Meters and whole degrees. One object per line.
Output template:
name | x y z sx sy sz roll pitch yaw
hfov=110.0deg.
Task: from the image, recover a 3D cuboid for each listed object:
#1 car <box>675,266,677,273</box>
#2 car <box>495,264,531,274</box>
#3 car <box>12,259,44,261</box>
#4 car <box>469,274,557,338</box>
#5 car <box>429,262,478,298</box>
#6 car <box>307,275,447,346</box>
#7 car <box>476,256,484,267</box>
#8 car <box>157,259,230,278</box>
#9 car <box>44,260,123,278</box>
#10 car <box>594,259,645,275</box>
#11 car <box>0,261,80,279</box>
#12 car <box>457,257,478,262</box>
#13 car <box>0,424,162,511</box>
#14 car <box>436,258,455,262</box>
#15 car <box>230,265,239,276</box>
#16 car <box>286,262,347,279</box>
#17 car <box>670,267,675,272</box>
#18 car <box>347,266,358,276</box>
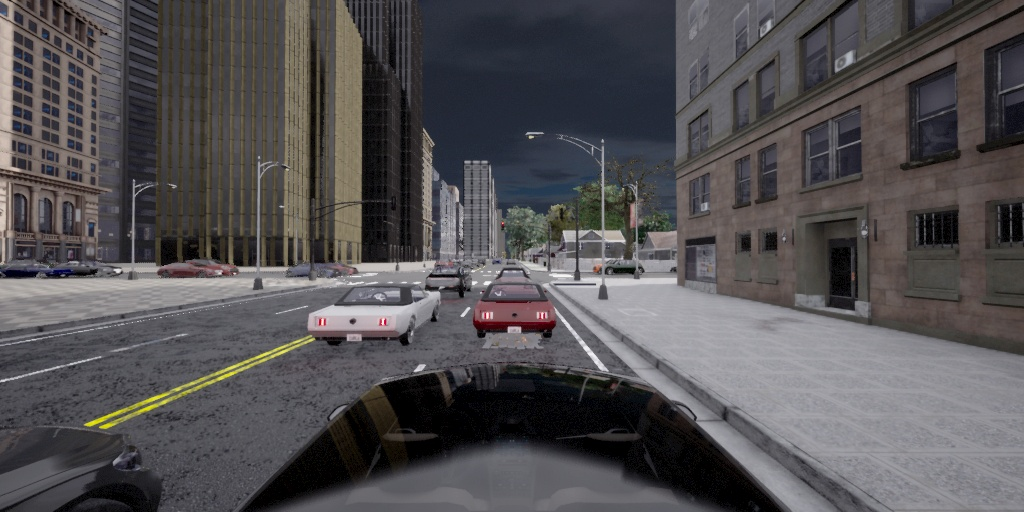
car | 20.476 1.264 37.910 4.902 1.511 2.128 0 -1 0
car | 0.055 1.316 18.904 1.994 1.385 4.181 0 0 0
car | -52.290 1.153 38.258 4.553 1.767 2.097 0 -1 -7
car | 0.061 1.351 10.147 1.895 1.301 4.718 0 0 0
car | -3.192 1.243 18.682 2.128 1.511 4.902 0 0 0
car | -3.173 1.352 9.428 1.895 1.301 4.718 0 0 0
car | -6.715 1.258 64.556 1.837 1.490 4.892 0 0 0
car | -27.481 1.233 30.694 4.674 1.442 1.812 0 -1 -4
car | -38.968 1.230 33.041 4.902 1.511 2.128 0 -1 -6
car | 11.519 1.124 37.947 4.553 1.767 2.097 0 -1 0
car | -39.679 1.306 29.718 4.718 1.301 1.895 0 -1 -6
car | -6.717 1.258 54.417 1.837 1.490 4.892 0 0 0
car | -3.143 1.275 0.286 1.812 1.442 4.674 0 0 0
car | -9.968 1.105 52.593 2.097 1.767 4.553 0 0 0
car | -28.550 1.091 33.877 4.553 1.767 2.097 0 -1 -4
car | -16.976 1.266 30.788 4.181 1.385 1.994 0 -1 3
car | 21.115 1.353 41.158 5.357 1.411 2.033 0 -1 0
car | -17.222 1.306 34.784 4.181 1.385 1.994 0 -1 -6
